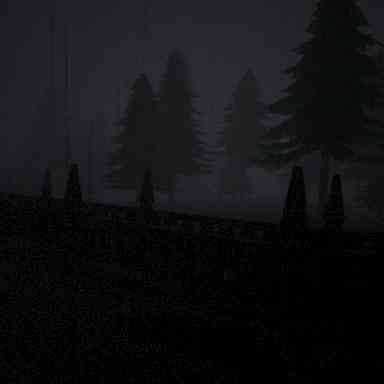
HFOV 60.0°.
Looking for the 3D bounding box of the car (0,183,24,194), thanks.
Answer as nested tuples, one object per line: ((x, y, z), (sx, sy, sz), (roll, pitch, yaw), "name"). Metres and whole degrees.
((-20.894, -0.215, 36.181), (2.128, 1.511, 4.902), (4, 2, 37), "car")

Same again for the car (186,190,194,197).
((-1.641, 0.134, 55.787), (1.895, 1.301, 4.718), (4, 2, 37), "car")
